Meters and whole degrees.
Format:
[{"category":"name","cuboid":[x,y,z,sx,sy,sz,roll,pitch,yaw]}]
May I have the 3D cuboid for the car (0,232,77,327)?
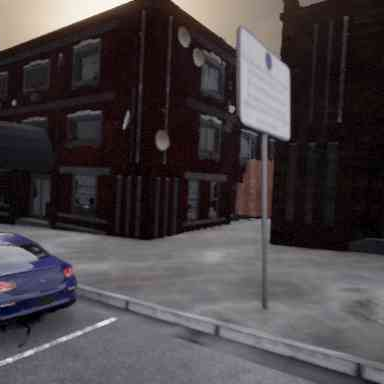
[{"category":"car","cuboid":[-4.162,1.516,6.503,4.674,1.452,2.002,0,0,36]}]
